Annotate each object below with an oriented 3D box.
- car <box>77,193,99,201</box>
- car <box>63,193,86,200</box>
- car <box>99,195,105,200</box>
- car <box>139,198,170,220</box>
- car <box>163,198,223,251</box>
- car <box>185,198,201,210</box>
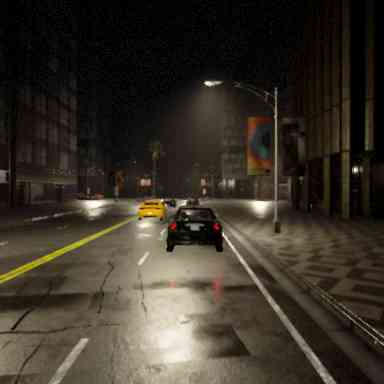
[{"bbox_3d":[-24.911,1.438,78.511,4.313,1.339,1.947,0,0,-1],"label":"car"},{"bbox_3d":[-30.676,1.125,86.948,5.009,1.841,2.192,0,0,-1],"label":"car"},{"bbox_3d":[-25.038,1.412,87.035,4.206,1.307,1.802,0,0,-1],"label":"car"},{"bbox_3d":[-3.141,1.434,27.211,1.882,1.535,5.008,0,0,0],"label":"car"},{"bbox_3d":[0.103,1.326,14.125,2.097,1.767,4.553,0,0,0],"label":"car"},{"bbox_3d":[0.113,1.481,43.001,2.033,1.411,5.357,0,0,0],"label":"car"}]
